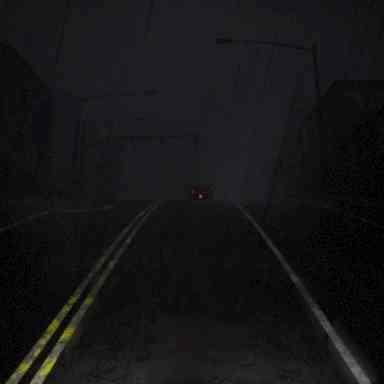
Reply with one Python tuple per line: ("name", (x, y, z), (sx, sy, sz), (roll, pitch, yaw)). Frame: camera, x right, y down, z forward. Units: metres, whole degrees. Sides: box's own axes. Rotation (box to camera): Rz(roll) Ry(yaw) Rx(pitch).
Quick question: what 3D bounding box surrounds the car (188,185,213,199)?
("car", (0.726, 0.131, 27.498), (1.895, 1.301, 4.718), (0, -3, 2))
